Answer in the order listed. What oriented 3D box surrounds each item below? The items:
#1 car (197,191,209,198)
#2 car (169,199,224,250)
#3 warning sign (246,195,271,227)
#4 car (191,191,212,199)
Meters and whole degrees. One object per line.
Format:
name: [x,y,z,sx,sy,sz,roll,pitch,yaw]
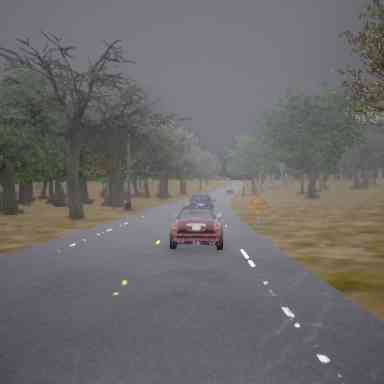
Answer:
car: [2.602,0.614,77.649,2.128,1.511,4.902,0,2,9]
car: [0.223,1.364,14.531,2.097,1.767,4.553,0,0,2]
warning sign: [3.972,1.112,19.933,1.300,1.860,1.060,0,0,2]
car: [0.896,1.212,29.514,2.150,2.045,5.566,0,1,3]
